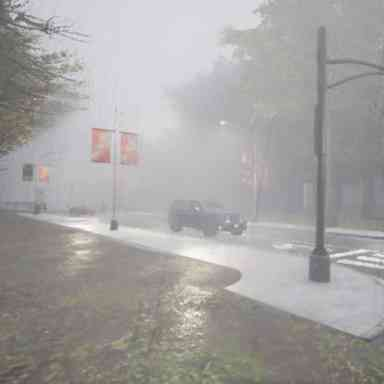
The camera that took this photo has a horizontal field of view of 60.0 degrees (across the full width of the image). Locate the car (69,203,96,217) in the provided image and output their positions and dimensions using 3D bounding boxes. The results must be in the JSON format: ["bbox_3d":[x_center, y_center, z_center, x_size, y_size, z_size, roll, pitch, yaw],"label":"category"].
[{"bbox_3d":[-12.706,2.147,38.455,1.895,1.301,4.718,1,-2,-35],"label":"car"}]

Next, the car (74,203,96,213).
[{"bbox_3d":[-15.593,2.315,48.330,1.994,1.385,4.181,1,-1,-35],"label":"car"}]

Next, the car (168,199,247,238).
[{"bbox_3d":[0.707,1.425,19.433,2.150,2.045,5.566,1,-2,-35],"label":"car"}]
